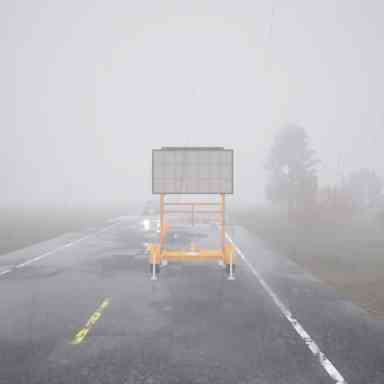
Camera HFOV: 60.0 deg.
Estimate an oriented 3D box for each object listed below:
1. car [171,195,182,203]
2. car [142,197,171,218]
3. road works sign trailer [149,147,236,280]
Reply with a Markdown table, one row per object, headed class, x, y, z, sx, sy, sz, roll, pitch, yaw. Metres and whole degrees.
| class | x | y | z | sx | sy | sz | roll | pitch | yaw |
| --- | --- | --- | --- | --- | --- | --- | --- | --- | --- |
| car | -3.384 | 1.517 | 60.485 | 1.882 | 1.535 | 5.008 | 0 | 0 | 0 |
| car | -3.441 | 1.502 | 30.824 | 2.128 | 1.511 | 4.902 | 0 | 0 | 0 |
| road works sign trailer | 0.019 | 0.465 | 9.955 | 2.380 | 3.560 | 2.880 | 0 | 0 | 0 |
